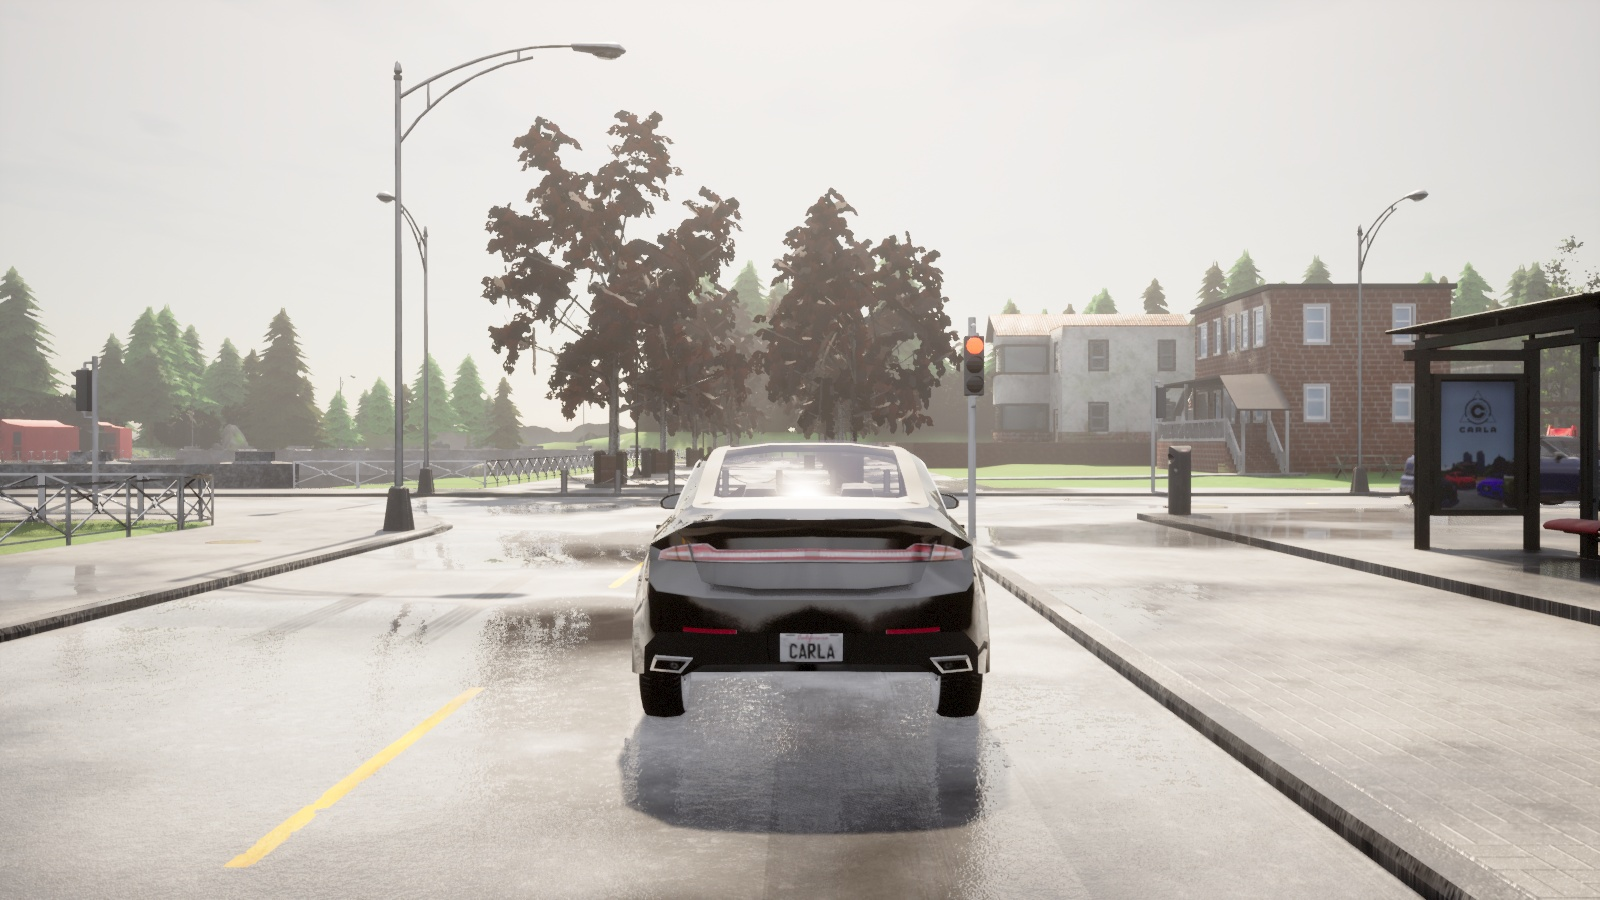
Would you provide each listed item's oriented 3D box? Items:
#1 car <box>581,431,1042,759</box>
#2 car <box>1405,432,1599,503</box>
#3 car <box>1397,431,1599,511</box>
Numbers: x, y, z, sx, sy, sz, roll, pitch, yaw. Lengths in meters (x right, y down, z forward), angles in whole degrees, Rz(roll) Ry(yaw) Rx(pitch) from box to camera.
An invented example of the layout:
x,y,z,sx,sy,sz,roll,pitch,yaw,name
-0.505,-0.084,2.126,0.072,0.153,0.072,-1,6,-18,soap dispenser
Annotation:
x,y,z,sx,sy,sz,roll,pitch,yaw,name
0.062,0.656,8.254,2.128,1.511,4.902,0,0,0,car
18.483,0.436,32.601,4.553,1.767,2.097,0,0,1,car
16.388,0.457,28.631,4.553,1.767,2.097,0,0,0,car
